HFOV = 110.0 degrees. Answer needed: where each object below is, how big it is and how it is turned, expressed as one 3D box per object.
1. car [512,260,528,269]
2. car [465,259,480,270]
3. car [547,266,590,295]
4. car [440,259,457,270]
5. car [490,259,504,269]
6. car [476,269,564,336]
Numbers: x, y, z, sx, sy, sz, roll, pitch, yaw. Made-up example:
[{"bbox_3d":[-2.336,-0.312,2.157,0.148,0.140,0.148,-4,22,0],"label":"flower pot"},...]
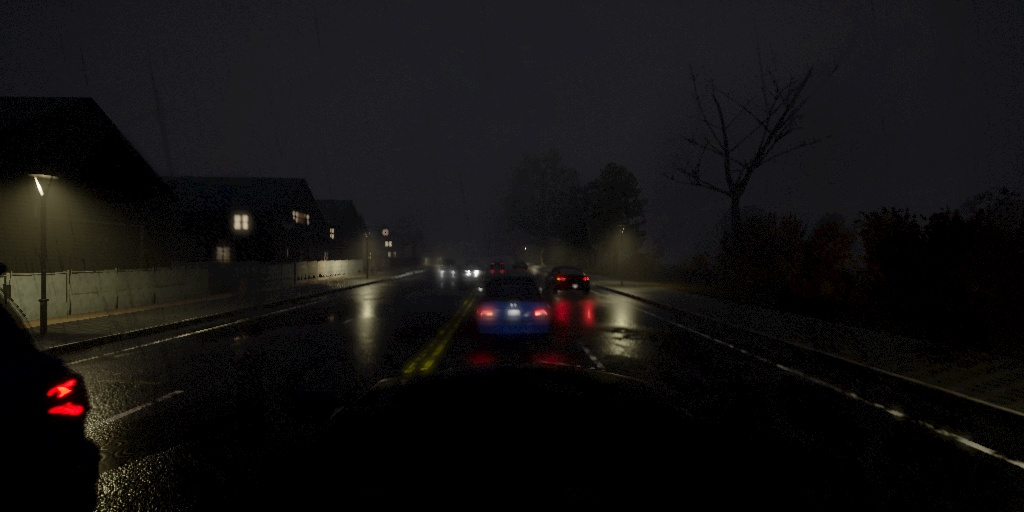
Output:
[{"bbox_3d":[1.107,1.241,51.145,1.994,1.385,4.181,0,0,-4],"label":"car"},{"bbox_3d":[-5.472,1.163,50.170,2.128,1.511,4.902,0,0,-3],"label":"car"},{"bbox_3d":[2.953,1.256,19.529,1.812,1.442,4.674,0,0,-2],"label":"car"},{"bbox_3d":[-8.686,1.174,49.424,1.837,1.490,4.892,0,0,-3],"label":"car"},{"bbox_3d":[-2.187,1.197,51.723,1.812,1.442,4.674,0,0,-3],"label":"car"},{"bbox_3d":[-0.016,1.288,10.352,2.033,1.411,5.357,0,0,-1],"label":"car"}]
